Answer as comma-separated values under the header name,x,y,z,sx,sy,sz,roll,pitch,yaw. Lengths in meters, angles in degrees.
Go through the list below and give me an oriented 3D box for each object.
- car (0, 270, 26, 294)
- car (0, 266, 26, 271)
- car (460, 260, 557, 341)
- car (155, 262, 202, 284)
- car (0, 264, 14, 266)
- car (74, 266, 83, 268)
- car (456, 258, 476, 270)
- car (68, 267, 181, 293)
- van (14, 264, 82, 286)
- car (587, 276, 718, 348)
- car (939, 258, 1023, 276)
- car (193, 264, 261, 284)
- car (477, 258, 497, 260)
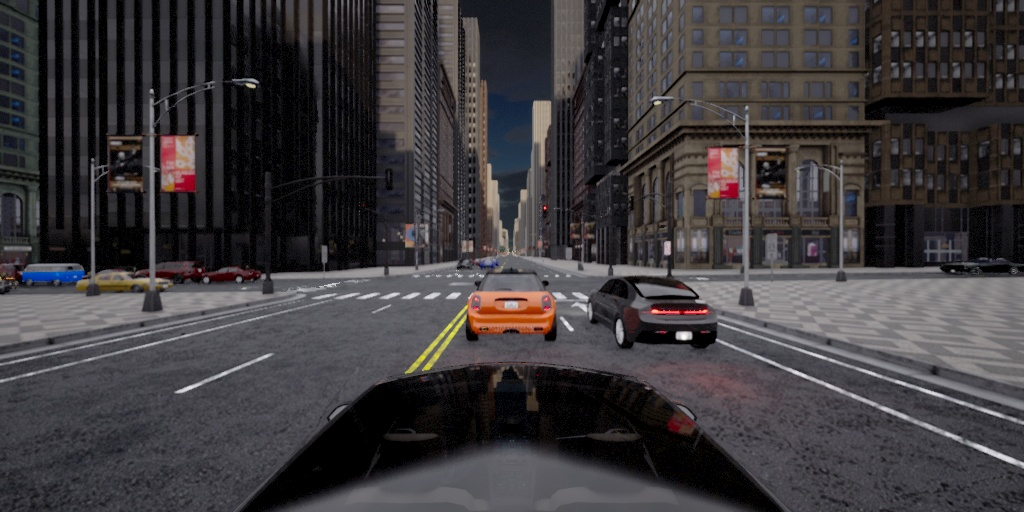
name,x,y,z,sx,sy,sz,roll,pitch,yaw
car,-33.824,1.756,22.213,4.403,1.370,2.007,0,0,0
car,-37.677,1.724,24.878,5.008,1.535,1.882,-1,0,0
car,-0.008,1.103,10.035,2.097,1.767,4.553,0,0,0
car,-29.132,1.422,30.748,5.009,1.841,2.192,0,0,0
car,-44.393,1.628,30.761,5.009,1.841,2.192,0,0,0
car,-34.219,1.758,30.753,4.207,1.307,1.802,0,0,0
car,-6.714,1.239,50.845,1.837,1.490,4.892,0,0,0
car,-23.883,1.598,22.216,4.829,1.417,1.751,0,0,0
van,-39.306,1.586,30.757,3.998,1.789,1.690,0,0,0
car,3.234,1.256,9.175,1.837,1.490,4.892,0,0,0
car,36.810,0.829,28.131,4.718,1.301,1.895,-1,0,0
car,-24.044,1.583,30.744,4.507,1.381,1.888,0,0,0
car,-3.464,1.213,50.871,1.882,1.535,5.008,0,0,0
